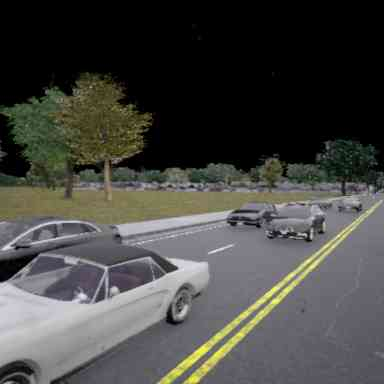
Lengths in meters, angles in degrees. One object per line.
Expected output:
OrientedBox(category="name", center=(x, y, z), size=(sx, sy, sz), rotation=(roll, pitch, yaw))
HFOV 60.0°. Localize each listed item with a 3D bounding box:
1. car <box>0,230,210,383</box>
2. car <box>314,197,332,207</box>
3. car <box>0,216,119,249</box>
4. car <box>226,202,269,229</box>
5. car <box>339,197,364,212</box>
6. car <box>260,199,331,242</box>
OrientedBox(category="car", center=(-1.610, 1.509, 4.708), size=(1.895, 1.301, 4.718), rotation=(1, 1, 31))
OrientedBox(category="car", center=(14.230, 1.227, 36.916), size=(1.994, 1.385, 4.181), rotation=(1, 1, 31))
OrientedBox(category="car", center=(-3.694, 1.336, 7.553), size=(2.128, 1.511, 4.902), rotation=(1, 1, 31))
OrientedBox(category="car", center=(3.966, 1.300, 20.182), size=(2.033, 1.411, 5.357), rotation=(1, 1, 31))
OrientedBox(category="car", center=(16.263, 1.238, 34.025), size=(1.812, 1.442, 4.674), rotation=(1, 1, 32))
OrientedBox(category="car", center=(5.016, 1.326, 15.651), size=(1.837, 1.490, 4.892), rotation=(1, 3, 31))
